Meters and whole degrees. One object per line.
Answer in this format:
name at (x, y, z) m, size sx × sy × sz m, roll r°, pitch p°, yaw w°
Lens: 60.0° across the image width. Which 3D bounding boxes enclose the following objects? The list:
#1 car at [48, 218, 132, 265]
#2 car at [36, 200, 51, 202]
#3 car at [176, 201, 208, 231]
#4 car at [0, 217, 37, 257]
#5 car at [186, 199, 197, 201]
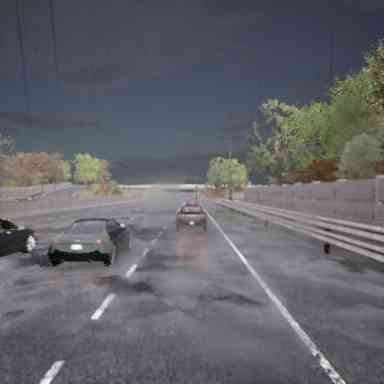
car at (-3.402, 1.603, 11.814) m, size 1.994 × 1.385 × 4.181 m, roll 0°, pitch 0°, yaw 0°
car at (-21.064, 1.768, 47.373) m, size 1.994 × 1.385 × 4.181 m, roll 0°, pitch 0°, yaw 0°
car at (-0.006, 1.569, 21.402) m, size 2.128 × 1.511 × 4.902 m, roll 0°, pitch 0°, yaw 0°
car at (-6.902, 1.540, 10.916) m, size 1.837 × 1.490 × 4.892 m, roll 0°, pitch 0°, yaw 0°
car at (-0.010, 1.830, 58.030) m, size 1.994 × 1.385 × 4.181 m, roll 0°, pitch 0°, yaw 0°
